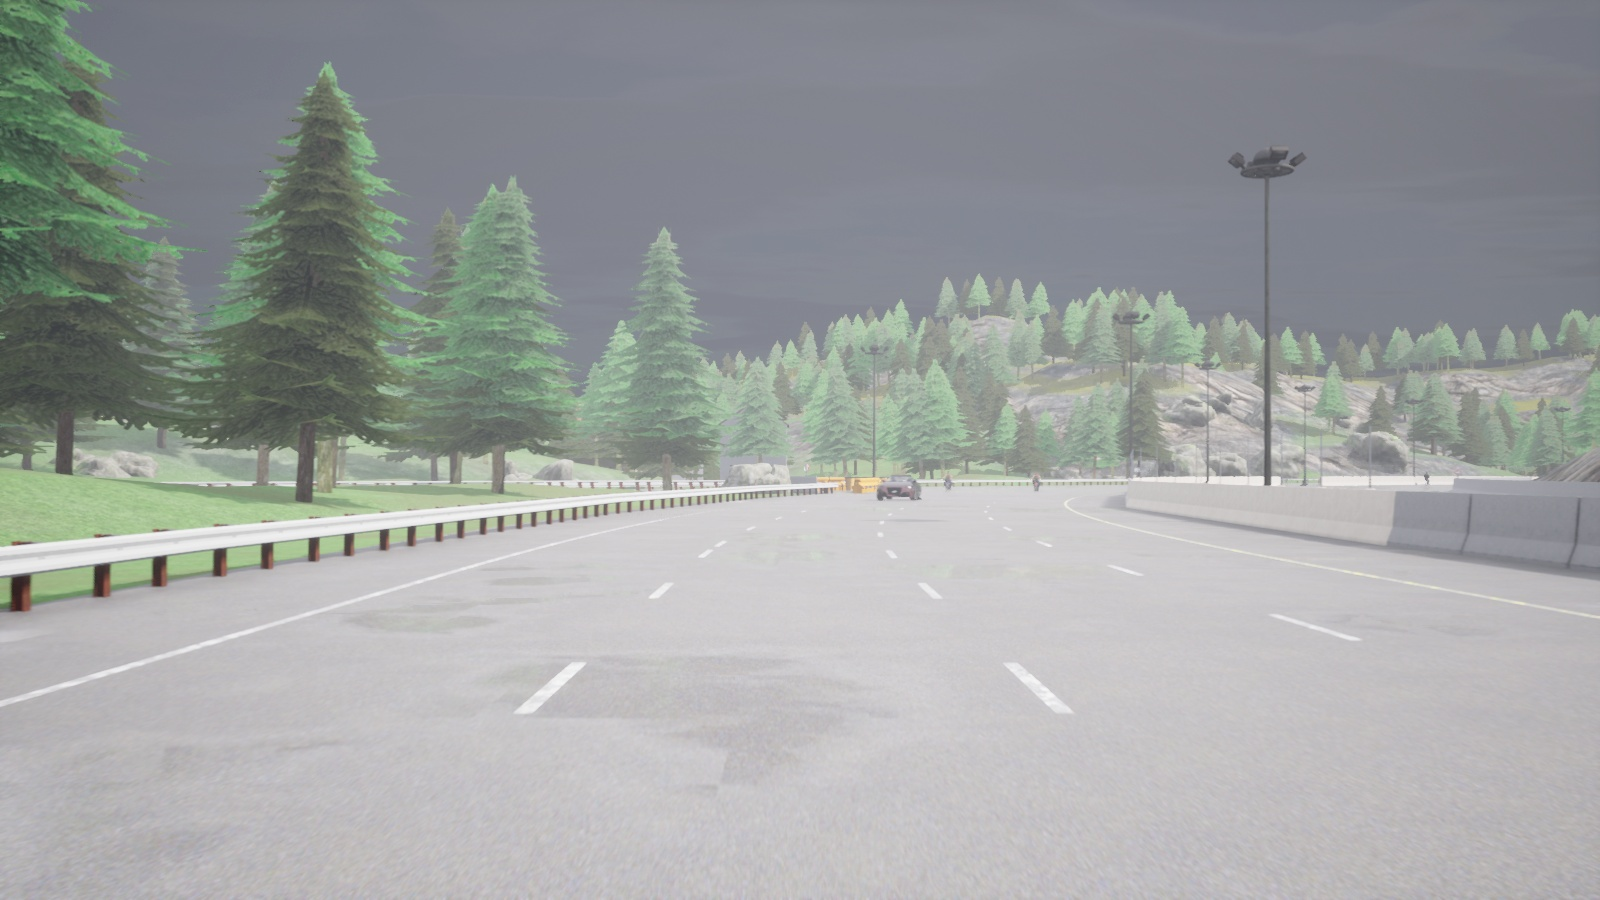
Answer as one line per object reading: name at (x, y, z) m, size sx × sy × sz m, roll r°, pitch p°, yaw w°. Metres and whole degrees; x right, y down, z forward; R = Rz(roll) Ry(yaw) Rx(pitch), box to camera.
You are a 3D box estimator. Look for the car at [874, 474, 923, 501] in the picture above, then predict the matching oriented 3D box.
car at (5.326, 1.985, 67.307) m, size 1.994 × 1.385 × 4.181 m, roll 0°, pitch -1°, yaw 13°
